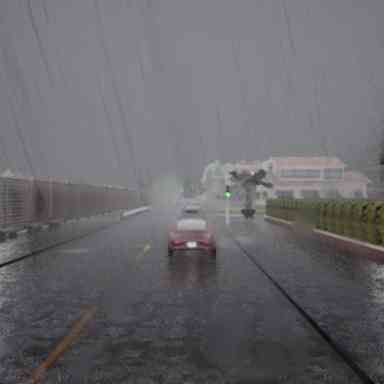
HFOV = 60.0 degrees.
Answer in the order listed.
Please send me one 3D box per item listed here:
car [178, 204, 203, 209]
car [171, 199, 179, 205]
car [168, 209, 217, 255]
[{"bbox_3d":[0.200,1.823,28.453,1.837,1.490,4.892,0,0,5],"label":"car"},{"bbox_3d":[-3.998,2.397,78.854,2.128,1.511,4.902,0,-1,0],"label":"car"},{"bbox_3d":[0.023,1.680,13.875,1.812,1.442,4.674,0,0,0],"label":"car"}]
